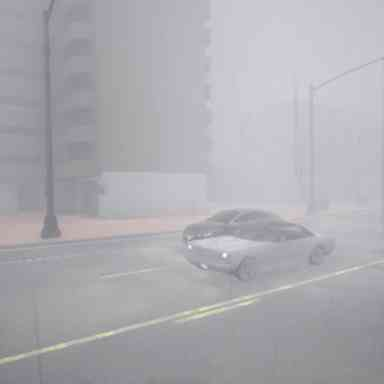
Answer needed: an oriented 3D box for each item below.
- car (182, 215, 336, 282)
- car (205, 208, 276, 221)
[{"bbox_3d":[2.111,1.571,9.798,4.718,1.301,1.895,-1,0,-35],"label":"car"},{"bbox_3d":[1.868,1.454,13.924,4.892,1.490,1.837,-1,0,-35],"label":"car"}]
